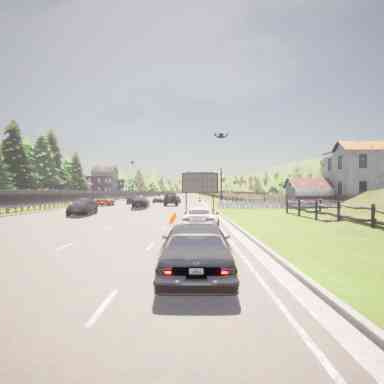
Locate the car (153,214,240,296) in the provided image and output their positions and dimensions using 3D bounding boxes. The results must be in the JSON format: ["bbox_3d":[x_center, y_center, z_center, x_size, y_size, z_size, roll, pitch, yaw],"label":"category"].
[{"bbox_3d":[0.108,1.547,8.795,2.033,1.411,5.357,0,0,1],"label":"car"}]

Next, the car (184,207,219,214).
[{"bbox_3d":[0.500,1.539,18.440,1.812,1.442,4.674,0,-1,6],"label":"car"}]

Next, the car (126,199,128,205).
[{"bbox_3d":[-10.330,1.351,59.629,2.097,1.767,4.553,0,0,0],"label":"car"}]

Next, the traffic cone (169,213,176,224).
[{"bbox_3d":[-1.460,1.955,23.151,0.340,0.580,0.340,0,0,0],"label":"traffic cone"}]

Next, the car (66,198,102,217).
[{"bbox_3d":[-10.363,1.563,31.576,1.994,1.385,4.181,0,0,0],"label":"car"}]

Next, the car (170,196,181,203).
[{"bbox_3d":[-3.319,1.562,68.547,1.994,1.385,4.181,0,0,0],"label":"car"}]

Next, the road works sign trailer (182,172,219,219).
[{"bbox_3d":[0.511,0.464,22.054,2.380,3.560,2.880,0,0,-3],"label":"road works sign trailer"}]

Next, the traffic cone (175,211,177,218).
[{"bbox_3d":[-1.458,1.954,25.151,0.340,0.580,0.340,0,0,0],"label":"traffic cone"}]

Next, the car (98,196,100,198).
[{"bbox_3d":[-13.849,1.476,43.106,1.882,1.535,5.008,0,0,0],"label":"car"}]

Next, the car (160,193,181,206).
[{"bbox_3d":[-3.337,1.220,53.331,2.150,2.045,5.566,0,0,0],"label":"car"}]

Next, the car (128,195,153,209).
[{"bbox_3d":[-6.847,1.476,44.815,1.882,1.535,5.008,0,0,0],"label":"car"}]

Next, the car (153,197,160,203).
[{"bbox_3d":[-6.822,1.598,67.113,1.895,1.301,4.718,0,0,0],"label":"car"}]

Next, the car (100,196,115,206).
[{"bbox_3d":[-13.839,1.351,53.104,2.097,1.767,4.553,0,0,0],"label":"car"}]
